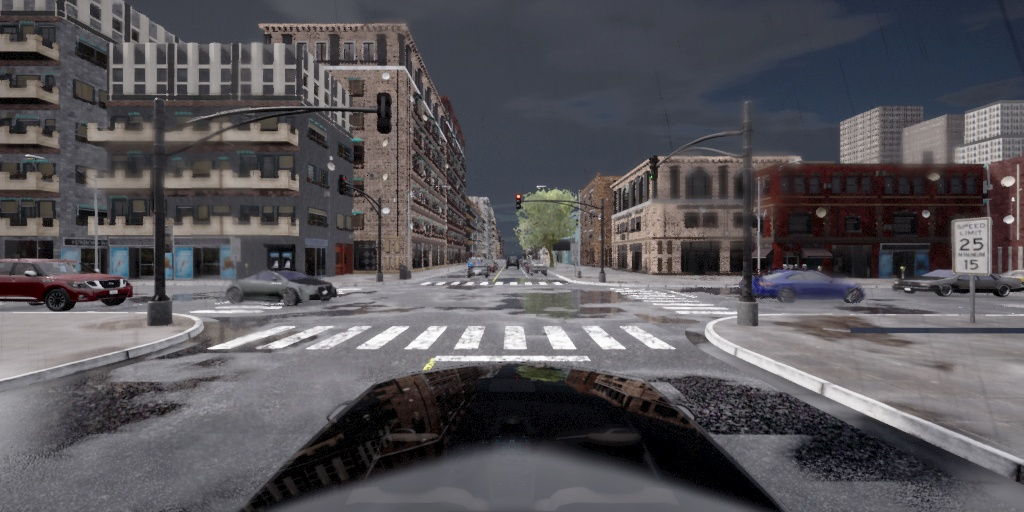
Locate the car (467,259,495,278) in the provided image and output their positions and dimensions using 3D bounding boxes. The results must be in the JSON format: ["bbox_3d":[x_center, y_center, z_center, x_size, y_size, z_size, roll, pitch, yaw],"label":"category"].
[{"bbox_3d":[-3.106,1.266,34.337,2.128,1.511,4.902,0,0,0],"label":"car"}]

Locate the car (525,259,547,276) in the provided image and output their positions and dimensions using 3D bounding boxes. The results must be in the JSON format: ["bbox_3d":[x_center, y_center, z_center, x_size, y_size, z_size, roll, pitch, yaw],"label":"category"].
[{"bbox_3d":[2.686,1.330,36.987,2.007,1.370,4.403,0,0,0],"label":"car"}]

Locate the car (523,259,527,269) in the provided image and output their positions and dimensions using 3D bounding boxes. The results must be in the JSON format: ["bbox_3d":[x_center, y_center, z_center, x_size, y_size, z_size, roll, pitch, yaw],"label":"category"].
[{"bbox_3d":[2.686,1.228,42.684,1.967,1.591,4.097,0,0,0],"label":"car"}]

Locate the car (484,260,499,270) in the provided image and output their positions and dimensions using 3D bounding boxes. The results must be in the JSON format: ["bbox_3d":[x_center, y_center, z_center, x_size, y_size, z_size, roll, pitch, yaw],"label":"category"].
[{"bbox_3d":[-3.091,1.372,54.242,1.994,1.385,4.181,0,0,0],"label":"car"}]

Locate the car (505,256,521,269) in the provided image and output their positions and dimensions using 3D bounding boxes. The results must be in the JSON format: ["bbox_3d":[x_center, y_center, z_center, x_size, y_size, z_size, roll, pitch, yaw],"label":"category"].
[{"bbox_3d":[0.100,1.038,59.514,2.150,2.045,5.566,0,0,-1],"label":"car"}]

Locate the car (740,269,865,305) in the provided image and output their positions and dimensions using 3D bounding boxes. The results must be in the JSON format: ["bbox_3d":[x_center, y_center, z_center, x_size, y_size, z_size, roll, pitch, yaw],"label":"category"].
[{"bbox_3d":[12.953,1.342,16.072,4.674,1.442,1.812,0,0,0],"label":"car"}]

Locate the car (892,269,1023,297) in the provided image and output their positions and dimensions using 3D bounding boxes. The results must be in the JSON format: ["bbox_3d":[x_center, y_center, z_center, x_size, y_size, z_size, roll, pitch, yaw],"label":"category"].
[{"bbox_3d":[24.018,1.412,19.354,5.357,1.411,2.033,0,0,0],"label":"car"}]

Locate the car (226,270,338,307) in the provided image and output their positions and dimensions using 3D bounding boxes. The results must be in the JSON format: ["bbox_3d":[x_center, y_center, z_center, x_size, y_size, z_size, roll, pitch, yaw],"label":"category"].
[{"bbox_3d":[-9.613,1.298,15.094,4.181,1.385,1.994,0,0,12],"label":"car"}]

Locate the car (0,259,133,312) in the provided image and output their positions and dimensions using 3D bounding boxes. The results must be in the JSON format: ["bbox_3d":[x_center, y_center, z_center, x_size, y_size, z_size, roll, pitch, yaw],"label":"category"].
[{"bbox_3d":[-17.278,1.013,13.266,5.009,1.841,2.192,0,0,0],"label":"car"}]

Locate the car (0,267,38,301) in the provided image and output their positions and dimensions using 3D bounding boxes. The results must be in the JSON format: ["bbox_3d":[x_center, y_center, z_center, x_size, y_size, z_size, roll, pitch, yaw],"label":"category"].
[{"bbox_3d":[-24.469,1.203,15.805,4.674,1.442,1.812,1,0,0],"label":"car"}]

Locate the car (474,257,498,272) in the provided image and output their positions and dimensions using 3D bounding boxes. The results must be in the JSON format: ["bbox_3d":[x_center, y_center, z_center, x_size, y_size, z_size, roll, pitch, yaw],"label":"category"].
[{"bbox_3d":[-3.103,1.143,44.231,2.097,1.767,4.553,0,0,0],"label":"car"}]
